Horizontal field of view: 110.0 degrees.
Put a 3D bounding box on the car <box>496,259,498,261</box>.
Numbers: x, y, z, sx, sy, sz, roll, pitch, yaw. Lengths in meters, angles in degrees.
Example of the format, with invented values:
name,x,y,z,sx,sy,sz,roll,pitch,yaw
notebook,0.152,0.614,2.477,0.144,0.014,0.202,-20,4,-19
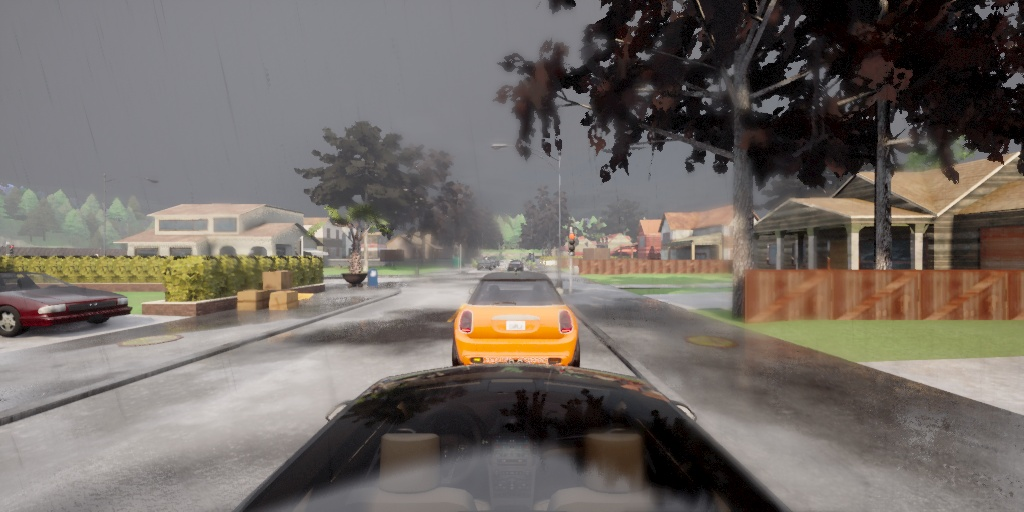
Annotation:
name,x,y,z,sx,sy,sz,roll,pitch,yaw
car,-3.600,1.241,59.260,2.128,1.511,4.902,0,0,1

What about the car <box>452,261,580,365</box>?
name,x,y,z,sx,sy,sz,roll,pitch,yaw
car,0.096,1.102,7.713,2.097,1.767,4.553,0,0,1

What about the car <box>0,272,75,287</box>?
name,x,y,z,sx,sy,sz,roll,pitch,yaw
car,-35.750,1.312,26.622,4.181,1.385,1.994,0,0,1

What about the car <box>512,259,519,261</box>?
name,x,y,z,sx,sy,sz,roll,pitch,yaw
car,0.451,1.275,44.523,1.812,1.442,4.674,0,0,1

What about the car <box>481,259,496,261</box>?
name,x,y,z,sx,sy,sz,roll,pitch,yaw
car,-3.692,1.255,49.920,1.837,1.490,4.892,0,0,1
